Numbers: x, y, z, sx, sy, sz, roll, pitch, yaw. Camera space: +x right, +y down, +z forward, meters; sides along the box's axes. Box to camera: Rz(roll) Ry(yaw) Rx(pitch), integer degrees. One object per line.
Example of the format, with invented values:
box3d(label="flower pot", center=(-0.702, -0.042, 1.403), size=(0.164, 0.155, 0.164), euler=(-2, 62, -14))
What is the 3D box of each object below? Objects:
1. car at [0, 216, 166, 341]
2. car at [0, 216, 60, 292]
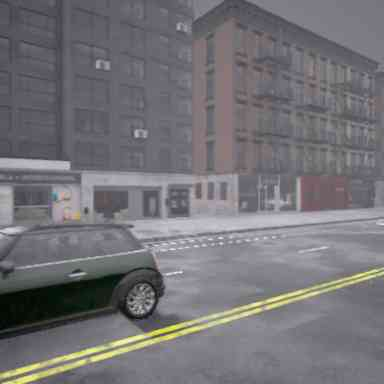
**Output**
box3d(label="car", center=(-2.788, 1.351, 5.686), size=(4.553, 1.767, 2.097), euler=(0, 0, -35))
box3d(label="car", center=(-5.835, 1.479, 7.505), size=(5.008, 1.535, 1.882), euler=(0, 0, -36))
